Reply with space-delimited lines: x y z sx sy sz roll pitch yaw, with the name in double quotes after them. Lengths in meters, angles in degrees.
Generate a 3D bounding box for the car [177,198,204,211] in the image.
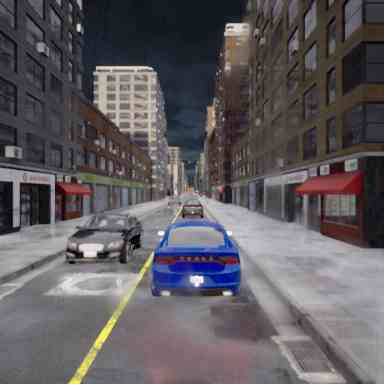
0.061 1.493 29.770 2.128 1.511 4.902 0 0 0 "car"

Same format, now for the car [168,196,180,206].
-2.824 1.423 54.726 2.097 1.767 4.553 0 0 0 "car"

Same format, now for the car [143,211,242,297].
0.088 1.477 8.641 1.882 1.535 5.008 0 0 0 "car"

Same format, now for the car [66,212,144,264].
-2.866 1.490 11.829 2.128 1.511 4.902 0 0 0 "car"
